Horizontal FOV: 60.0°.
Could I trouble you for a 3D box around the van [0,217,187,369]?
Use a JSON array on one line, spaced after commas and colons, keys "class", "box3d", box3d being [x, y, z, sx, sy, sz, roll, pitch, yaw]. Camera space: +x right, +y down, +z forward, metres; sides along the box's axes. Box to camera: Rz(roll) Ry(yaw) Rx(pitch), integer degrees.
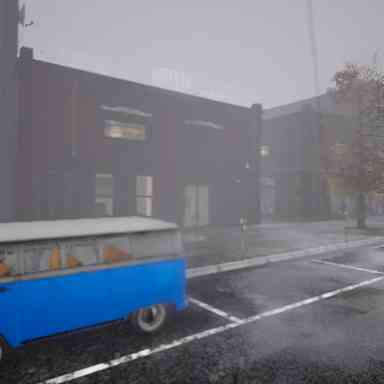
[{"class": "van", "box3d": [-1.991, 1.338, 5.119, 3.998, 1.788, 1.690, 0, 1, -35]}]
